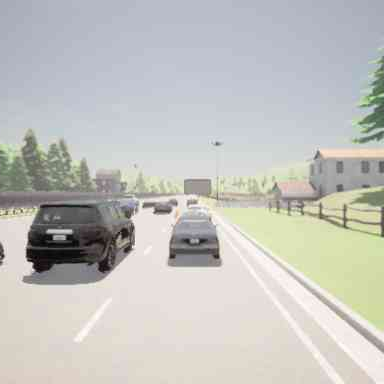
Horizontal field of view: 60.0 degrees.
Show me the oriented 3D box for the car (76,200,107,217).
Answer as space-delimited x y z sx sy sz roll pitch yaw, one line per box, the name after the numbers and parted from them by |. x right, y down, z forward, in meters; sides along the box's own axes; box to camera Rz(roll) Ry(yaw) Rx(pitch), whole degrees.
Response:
-10.405 1.693 34.776 1.837 1.490 4.892 0 0 0 | car

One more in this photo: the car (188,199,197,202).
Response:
-0.009 1.889 60.436 1.994 1.385 4.181 0 0 0 | car

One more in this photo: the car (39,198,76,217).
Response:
-13.904 1.537 34.678 2.097 1.767 4.553 0 0 0 | car

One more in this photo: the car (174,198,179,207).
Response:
-3.408 1.844 59.309 1.812 1.442 4.674 0 0 0 | car

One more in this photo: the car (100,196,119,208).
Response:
-13.907 1.653 56.346 2.097 1.767 4.553 0 0 0 | car

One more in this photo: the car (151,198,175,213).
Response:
-3.407 1.778 39.810 1.994 1.385 4.181 0 0 0 | car

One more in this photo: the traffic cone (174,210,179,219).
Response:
-1.492 2.117 29.972 0.340 0.580 0.340 0 0 0 | traffic cone

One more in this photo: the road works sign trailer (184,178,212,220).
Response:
0.484 0.620 28.839 2.380 3.560 2.880 0 0 -2 | road works sign trailer

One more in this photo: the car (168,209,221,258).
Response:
0.095 1.619 13.112 2.033 1.411 5.357 0 0 0 | car

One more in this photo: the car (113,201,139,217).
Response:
-6.905 1.714 35.096 1.812 1.442 4.674 0 0 0 | car

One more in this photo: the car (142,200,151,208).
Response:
-6.908 1.894 54.602 1.895 1.301 4.718 0 0 0 | car

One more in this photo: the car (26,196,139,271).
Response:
-3.402 1.282 11.219 2.150 2.045 5.566 0 0 0 | car

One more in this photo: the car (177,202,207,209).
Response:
0.359 1.677 25.222 1.812 1.442 4.674 0 -2 8 | car

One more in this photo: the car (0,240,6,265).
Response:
-6.900 1.612 8.872 1.994 1.385 4.181 0 0 0 | car
